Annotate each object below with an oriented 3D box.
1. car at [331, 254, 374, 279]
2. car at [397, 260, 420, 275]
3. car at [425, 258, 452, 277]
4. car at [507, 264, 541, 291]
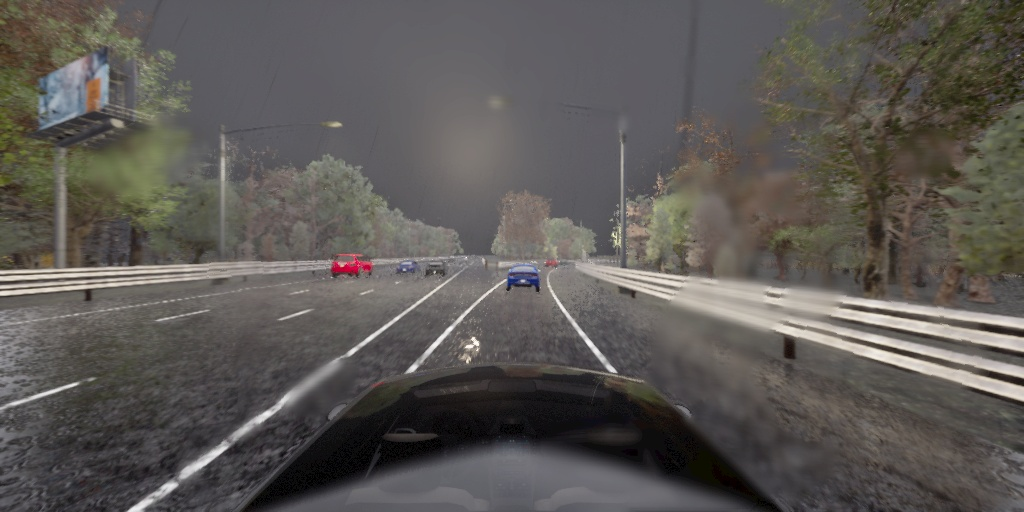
[{"bbox_3d":[-13.971,0.875,31.684,2.150,2.045,5.566,0,0,-5],"label":"car"},{"bbox_3d":[-11.007,1.196,38.289,1.812,1.442,4.674,0,0,-5],"label":"car"},{"bbox_3d":[-7.218,1.200,34.935,1.837,1.490,4.892,0,0,-5],"label":"car"},{"bbox_3d":[0.777,1.255,22.483,1.882,1.535,5.008,0,0,4],"label":"car"}]
